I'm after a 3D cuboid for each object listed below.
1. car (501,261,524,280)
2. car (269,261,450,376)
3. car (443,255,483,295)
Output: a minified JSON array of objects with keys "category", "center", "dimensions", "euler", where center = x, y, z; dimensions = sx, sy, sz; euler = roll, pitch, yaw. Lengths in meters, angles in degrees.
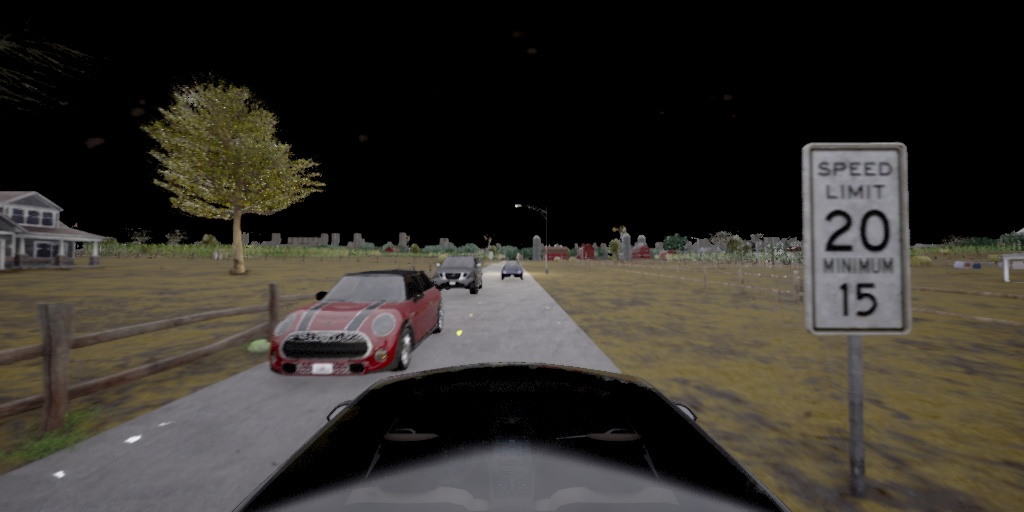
[{"category":"car","center":[0.025,1.326,31.006],"dimensions":[1.895,1.301,4.718],"euler":[0,0,0]},{"category":"car","center":[-2.840,1.094,7.627],"dimensions":[2.097,1.767,4.553],"euler":[0,0,0]},{"category":"car","center":[-2.833,0.953,19.872],"dimensions":[2.150,2.045,5.566],"euler":[0,0,0]}]
